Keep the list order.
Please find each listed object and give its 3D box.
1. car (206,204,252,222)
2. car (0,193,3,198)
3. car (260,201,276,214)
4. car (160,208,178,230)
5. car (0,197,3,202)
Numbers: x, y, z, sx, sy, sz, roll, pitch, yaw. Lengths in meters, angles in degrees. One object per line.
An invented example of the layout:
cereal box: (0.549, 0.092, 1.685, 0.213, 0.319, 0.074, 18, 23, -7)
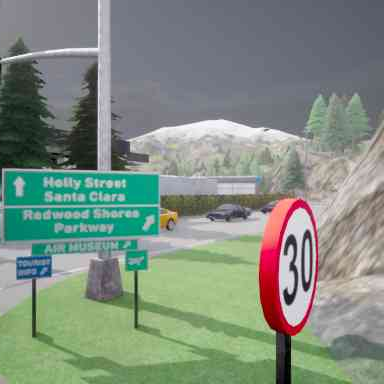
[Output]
car: (3.359, 1.739, 29.098, 2.033, 1.411, 5.357, 0, 0, 36)
car: (-38.568, 1.490, 69.998, 4.514, 1.523, 2.007, 0, 0, 35)
car: (9.646, 1.739, 37.713, 2.033, 1.411, 5.357, 0, 0, 36)
car: (-2.912, 1.669, 20.479, 1.882, 1.535, 5.008, 0, 0, 36)
car: (-12.368, 1.505, 26.054, 1.905, 1.878, 3.866, 0, 0, 35)
